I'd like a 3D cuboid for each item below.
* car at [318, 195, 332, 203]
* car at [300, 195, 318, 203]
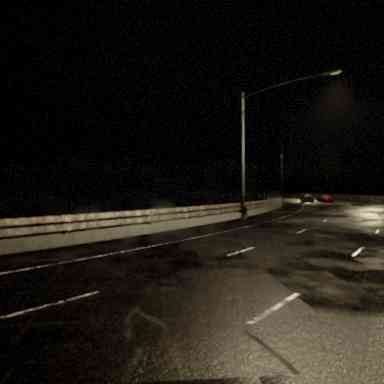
[{"bbox_3d":[24.259,1.237,60.973,1.994,1.385,4.181,0,0,9],"label":"car"},{"bbox_3d":[20.501,1.186,59.562,2.128,1.511,4.902,0,0,11],"label":"car"}]
